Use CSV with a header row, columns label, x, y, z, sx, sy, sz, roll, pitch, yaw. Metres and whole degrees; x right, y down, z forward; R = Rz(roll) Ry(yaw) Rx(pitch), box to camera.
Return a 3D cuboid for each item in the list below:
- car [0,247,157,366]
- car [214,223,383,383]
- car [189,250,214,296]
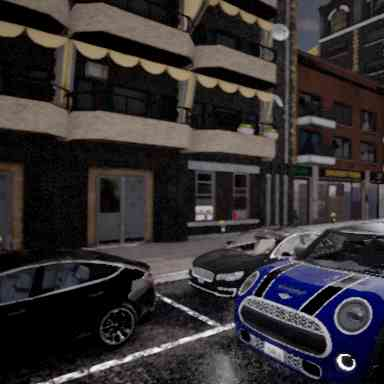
label,x,y,z,sx,sy,sz,roll,pitch,yaw
car,-2.571,1.565,4.711,4.313,1.339,1.947,0,1,-35
car,2.834,1.343,5.345,4.553,1.767,2.097,0,0,-35
car,1.964,1.541,7.944,4.403,1.369,2.008,0,1,-35
